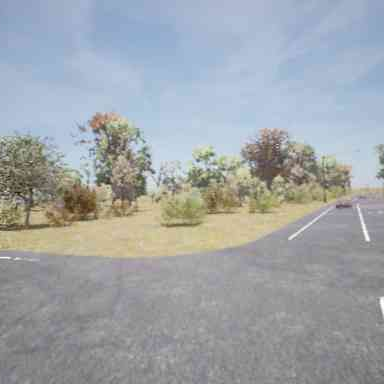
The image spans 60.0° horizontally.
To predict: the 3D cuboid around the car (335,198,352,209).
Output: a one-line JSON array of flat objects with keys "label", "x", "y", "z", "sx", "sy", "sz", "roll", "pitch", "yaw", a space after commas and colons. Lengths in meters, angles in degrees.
[{"label": "car", "x": 20.601, "y": 1.577, "z": 45.159, "sx": 1.994, "sy": 1.385, "sz": 4.181, "roll": -3, "pitch": -1, "yaw": 26}]
